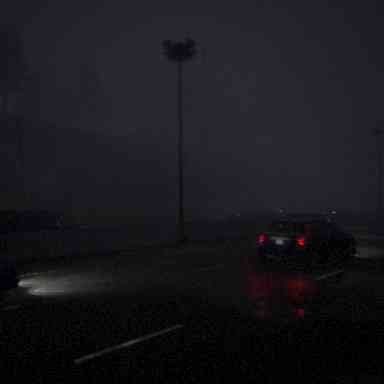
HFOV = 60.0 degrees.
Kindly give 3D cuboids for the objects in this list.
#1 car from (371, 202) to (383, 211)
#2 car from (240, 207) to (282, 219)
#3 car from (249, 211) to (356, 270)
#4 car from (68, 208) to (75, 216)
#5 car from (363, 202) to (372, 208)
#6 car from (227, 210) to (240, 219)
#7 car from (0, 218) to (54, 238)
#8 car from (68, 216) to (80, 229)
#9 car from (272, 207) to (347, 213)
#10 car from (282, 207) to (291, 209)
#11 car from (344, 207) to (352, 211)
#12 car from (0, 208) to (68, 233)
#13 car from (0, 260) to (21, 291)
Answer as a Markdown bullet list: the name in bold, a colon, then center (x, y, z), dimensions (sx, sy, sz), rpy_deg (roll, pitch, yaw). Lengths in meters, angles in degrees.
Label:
- **car**: center (40.970, 3.400, 70.999), dimensions (5.566, 2.045, 2.150), rpy_deg (1, -3, -42)
- **car**: center (8.479, 2.902, 40.828), dimensions (5.008, 1.535, 1.882), rpy_deg (1, -3, -43)
- **car**: center (4.583, 1.791, 12.975), dimensions (4.553, 1.767, 2.097), rpy_deg (1, -3, -43)
- **car**: center (-13.305, 2.494, 30.048), dimensions (5.566, 2.045, 2.150), rpy_deg (2, -3, -43)
- **car**: center (45.330, 3.460, 84.304), dimensions (5.566, 2.045, 2.150), rpy_deg (1, -3, -42)
- **car**: center (6.771, 3.039, 44.004), dimensions (5.008, 1.535, 1.882), rpy_deg (2, -3, -43)
- **car**: center (-13.239, 2.696, 25.305), dimensions (4.718, 1.301, 1.895), rpy_deg (1, -3, -43)
- **car**: center (-10.446, 2.584, 23.127), dimensions (4.718, 1.301, 1.895), rpy_deg (1, -3, -43)
- **car**: center (7.211, 2.029, 20.222), dimensions (4.553, 1.767, 2.097), rpy_deg (1, -3, -43)
- **car**: center (15.487, 3.294, 56.922), dimensions (4.553, 1.767, 2.097), rpy_deg (1, -3, -43)
- **car**: center (20.149, 2.871, 46.935), dimensions (4.553, 1.767, 2.097), rpy_deg (1, -3, -43)
- **car**: center (-10.239, 2.035, 18.550), dimensions (5.566, 2.045, 2.150), rpy_deg (2, -3, -43)
- **car**: center (-6.777, 1.899, 7.132), dimensions (5.357, 1.411, 2.033), rpy_deg (1, -3, -43)
